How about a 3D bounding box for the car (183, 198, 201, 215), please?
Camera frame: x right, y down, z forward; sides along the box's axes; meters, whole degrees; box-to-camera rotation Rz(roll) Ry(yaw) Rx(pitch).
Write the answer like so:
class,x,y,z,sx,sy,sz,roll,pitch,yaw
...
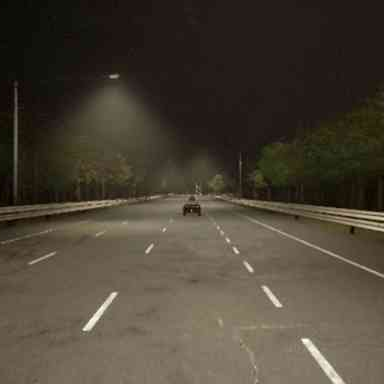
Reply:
class,x,y,z,sx,sy,sz,roll,pitch,yaw
car,0.000,1.722,36.828,2.128,1.511,4.902,0,0,0
